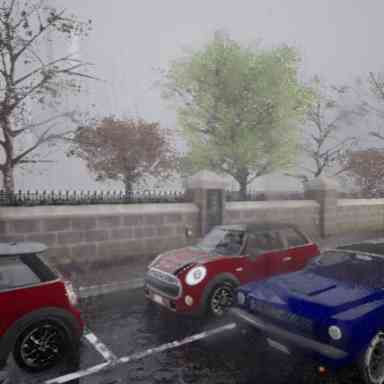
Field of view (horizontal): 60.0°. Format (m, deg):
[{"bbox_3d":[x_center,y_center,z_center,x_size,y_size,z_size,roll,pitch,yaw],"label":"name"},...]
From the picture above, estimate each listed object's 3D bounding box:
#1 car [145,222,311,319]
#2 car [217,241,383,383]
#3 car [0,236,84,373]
[{"bbox_3d":[1.012,1.440,7.276,4.097,1.590,1.967,0,0,-35],"label":"car"},{"bbox_3d":[2.864,1.600,5.418,4.718,1.301,1.895,0,0,-35],"label":"car"},{"bbox_3d":[-3.572,1.440,4.009,4.097,1.590,1.967,0,0,-35],"label":"car"}]
